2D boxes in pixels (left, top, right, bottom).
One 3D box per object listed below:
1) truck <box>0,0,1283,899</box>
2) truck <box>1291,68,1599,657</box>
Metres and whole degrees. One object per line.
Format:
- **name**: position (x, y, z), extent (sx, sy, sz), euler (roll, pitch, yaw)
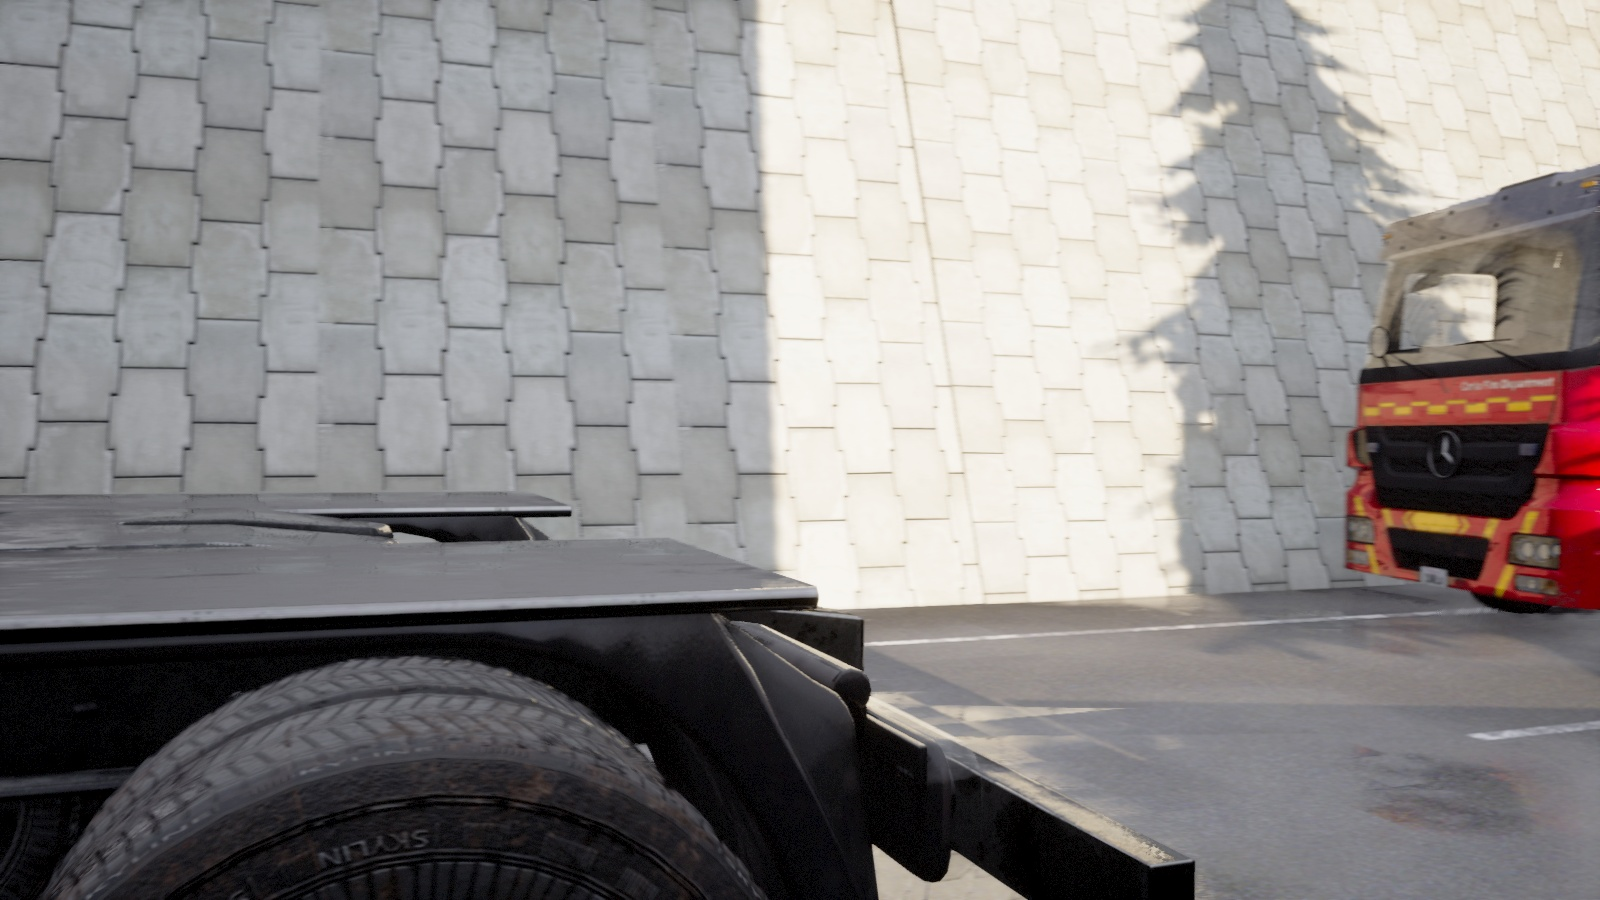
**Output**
- **truck**: position (-3.470, -0.178, 1.910), extent (7.936, 3.462, 2.891), euler (-1, 1, -21)
- **truck**: position (8.731, -0.628, 10.240), extent (8.468, 3.827, 2.891), euler (-1, 0, -9)
